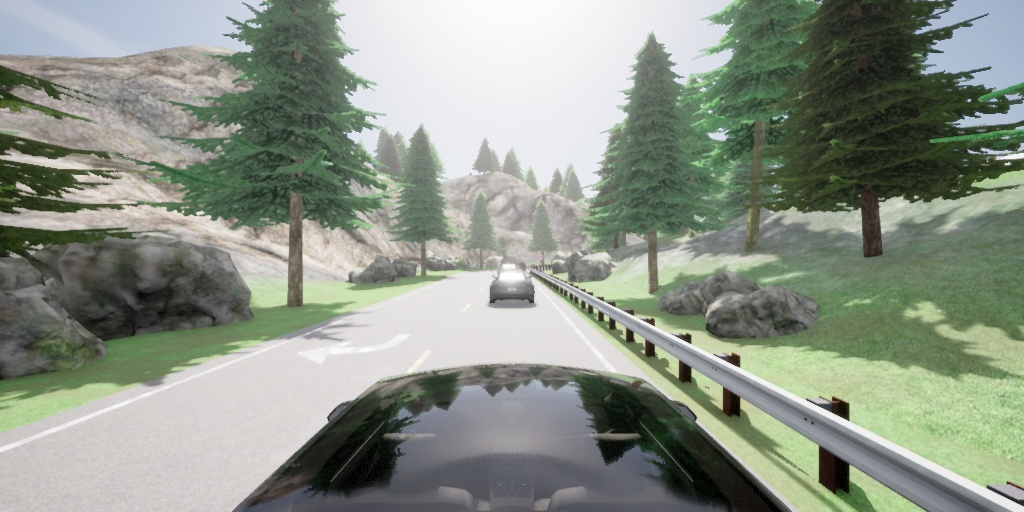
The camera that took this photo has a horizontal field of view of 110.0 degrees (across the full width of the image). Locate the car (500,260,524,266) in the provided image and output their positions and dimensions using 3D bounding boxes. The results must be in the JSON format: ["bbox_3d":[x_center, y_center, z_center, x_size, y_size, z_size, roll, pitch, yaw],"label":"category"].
[{"bbox_3d":[-0.280,1.324,31.545,1.994,1.385,4.181,0,0,-2],"label":"car"}]

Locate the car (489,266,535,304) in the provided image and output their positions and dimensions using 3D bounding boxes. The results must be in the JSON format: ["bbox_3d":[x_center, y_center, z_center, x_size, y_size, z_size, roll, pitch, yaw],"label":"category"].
[{"bbox_3d":[-0.004,1.323,16.507,1.994,1.385,4.181,0,0,0],"label":"car"}]

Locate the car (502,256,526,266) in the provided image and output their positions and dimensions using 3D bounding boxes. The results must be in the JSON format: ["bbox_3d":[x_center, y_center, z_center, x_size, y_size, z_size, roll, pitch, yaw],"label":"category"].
[{"bbox_3d":[0.184,1.010,46.140,2.150,2.045,5.566,0,0,17],"label":"car"}]
